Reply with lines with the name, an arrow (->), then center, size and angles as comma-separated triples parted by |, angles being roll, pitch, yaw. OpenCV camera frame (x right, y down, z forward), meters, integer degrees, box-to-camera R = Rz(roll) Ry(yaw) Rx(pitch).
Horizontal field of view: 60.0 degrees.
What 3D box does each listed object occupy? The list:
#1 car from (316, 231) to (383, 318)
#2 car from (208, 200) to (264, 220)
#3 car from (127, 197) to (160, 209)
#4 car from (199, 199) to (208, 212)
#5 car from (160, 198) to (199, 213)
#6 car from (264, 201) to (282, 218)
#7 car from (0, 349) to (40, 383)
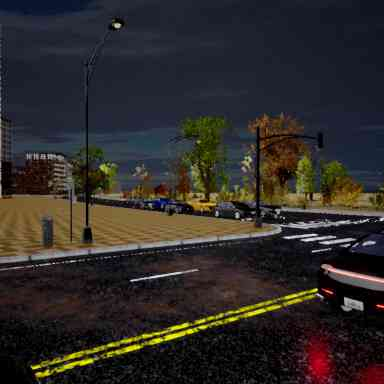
car -> 4.466, 1.491, 6.432 | 4.902, 1.511, 2.128 | 0, 0, -34
car -> 3.740, 1.564, 29.219 | 1.837, 1.490, 4.892 | 0, 0, -32
car -> -6.805, 1.597, 46.431 | 2.128, 1.511, 4.902 | 0, 0, -31
car -> 1.052, 1.550, 39.746 | 1.882, 1.535, 5.008 | 0, 0, -32
car -> -1.478, 1.648, 37.650 | 1.994, 1.385, 4.181 | 0, 0, -32
car -> 6.286, 1.540, 31.280 | 2.128, 1.511, 4.902 | 0, 0, -32
car -> -3.116, 1.492, 1.186 | 4.902, 1.511, 2.128 | 0, 0, -36
